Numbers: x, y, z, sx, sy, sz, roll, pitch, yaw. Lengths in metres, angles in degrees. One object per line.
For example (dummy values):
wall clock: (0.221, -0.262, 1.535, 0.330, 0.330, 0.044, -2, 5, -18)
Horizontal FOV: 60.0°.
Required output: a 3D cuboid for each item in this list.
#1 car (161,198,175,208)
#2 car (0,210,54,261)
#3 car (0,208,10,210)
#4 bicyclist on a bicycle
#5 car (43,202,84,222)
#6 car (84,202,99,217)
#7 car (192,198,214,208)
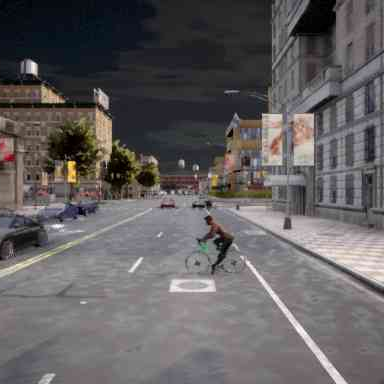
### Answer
car: (-3.482, 1.564, 48.301, 1.994, 1.385, 4.181, 0, 0, -2)
car: (-7.046, 1.564, 12.194, 1.994, 1.385, 4.181, 0, 0, 0)
car: (-10.534, 1.548, 17.234, 2.033, 1.411, 5.357, 0, 0, 0)
bicyclist on a bicycle: (0.629, 1.450, 8.985, 1.656, 1.620, 0.582, -1, 0, 0)
car: (-10.397, 1.526, 26.177, 1.812, 1.442, 4.674, 0, 0, 0)
car: (-10.488, 1.601, 31.960, 1.895, 1.301, 4.718, 0, 0, 0)
car: (1.610, 1.564, 47.797, 1.994, 1.385, 4.181, 0, 0, 24)
